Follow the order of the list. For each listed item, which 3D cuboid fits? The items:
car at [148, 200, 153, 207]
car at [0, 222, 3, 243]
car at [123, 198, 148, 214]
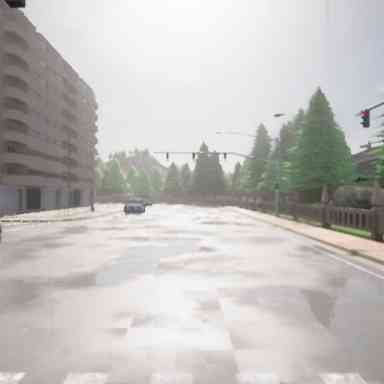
[{"bbox_3d":[-9.390,2.263,67.886,1.882,1.535,5.008,0,-1,-22],"label":"car"},{"bbox_3d":[-10.041,1.514,13.746,2.097,1.767,4.553,0,-1,4],"label":"car"},{"bbox_3d":[-7.256,1.818,42.188,2.150,2.045,5.566,0,1,-2],"label":"car"}]
